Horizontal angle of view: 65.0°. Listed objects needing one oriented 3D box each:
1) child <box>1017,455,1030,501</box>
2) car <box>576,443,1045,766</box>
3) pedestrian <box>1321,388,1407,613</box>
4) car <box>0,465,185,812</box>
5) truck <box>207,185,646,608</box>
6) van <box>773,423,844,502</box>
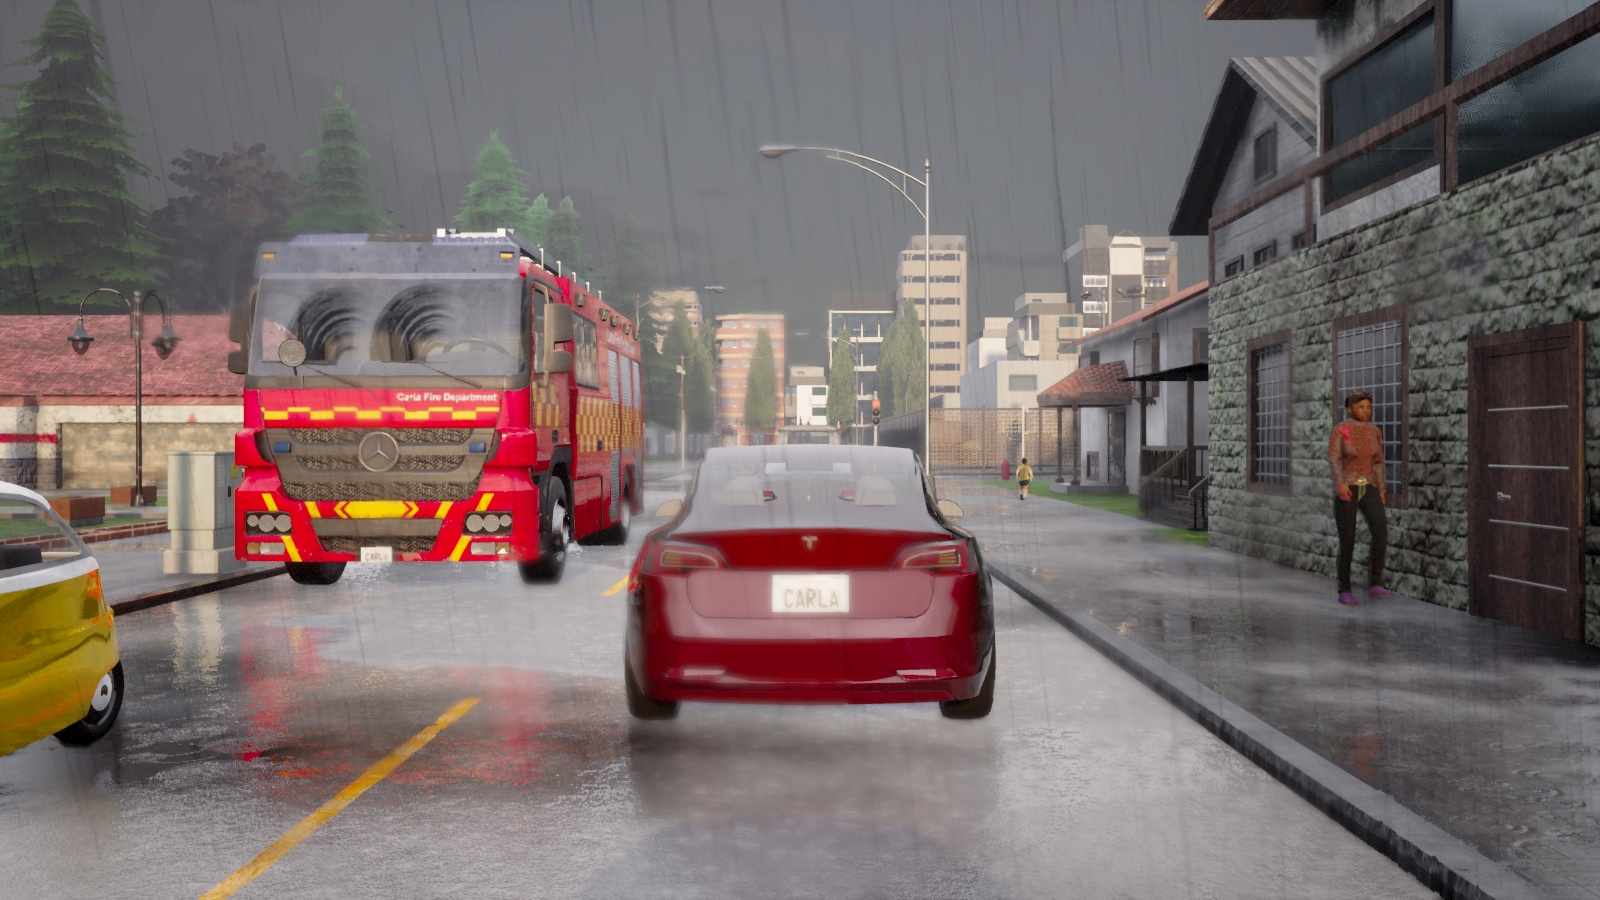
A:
[{"bbox_3d":[5.396,0.669,30.292,0.255,1.110,0.394,0,0,0],"label":"child"},{"bbox_3d":[0.061,0.700,8.198,2.163,1.488,4.792,0,0,0],"label":"car"},{"bbox_3d":[4.695,0.401,10.485,0.328,1.805,0.869,0,0,1],"label":"pedestrian"},{"bbox_3d":[-3.954,0.767,5.450,1.481,1.376,2.207,0,0,0],"label":"car"},{"bbox_3d":[-3.897,-0.509,15.604,2.891,3.827,8.468,0,0,0],"label":"truck"},{"bbox_3d":[0.212,0.308,33.971,1.775,1.987,4.442,0,0,0],"label":"van"}]
